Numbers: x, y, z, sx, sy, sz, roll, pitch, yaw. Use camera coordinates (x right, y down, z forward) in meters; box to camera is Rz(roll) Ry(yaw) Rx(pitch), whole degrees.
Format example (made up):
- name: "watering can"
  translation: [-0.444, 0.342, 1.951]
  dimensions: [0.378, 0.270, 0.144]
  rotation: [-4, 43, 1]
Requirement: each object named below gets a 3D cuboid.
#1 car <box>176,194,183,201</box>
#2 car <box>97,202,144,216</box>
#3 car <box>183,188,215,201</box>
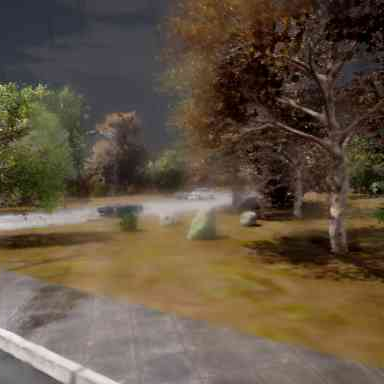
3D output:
- name: "car"
  translation: [-0.504, 0.743, 58.806]
  dimensions: [2.033, 1.411, 5.357]
  rotation: [-1, 2, 39]
- name: "car"
  translation: [-7.140, 1.693, 33.777]
  dimensions: [1.895, 1.301, 4.718]
  rotation: [-1, 1, 39]
- name: "car"
  translation: [1.633, 0.420, 55.897]
  dimensions: [2.150, 2.045, 5.566]
  rotation: [-1, 2, 39]
